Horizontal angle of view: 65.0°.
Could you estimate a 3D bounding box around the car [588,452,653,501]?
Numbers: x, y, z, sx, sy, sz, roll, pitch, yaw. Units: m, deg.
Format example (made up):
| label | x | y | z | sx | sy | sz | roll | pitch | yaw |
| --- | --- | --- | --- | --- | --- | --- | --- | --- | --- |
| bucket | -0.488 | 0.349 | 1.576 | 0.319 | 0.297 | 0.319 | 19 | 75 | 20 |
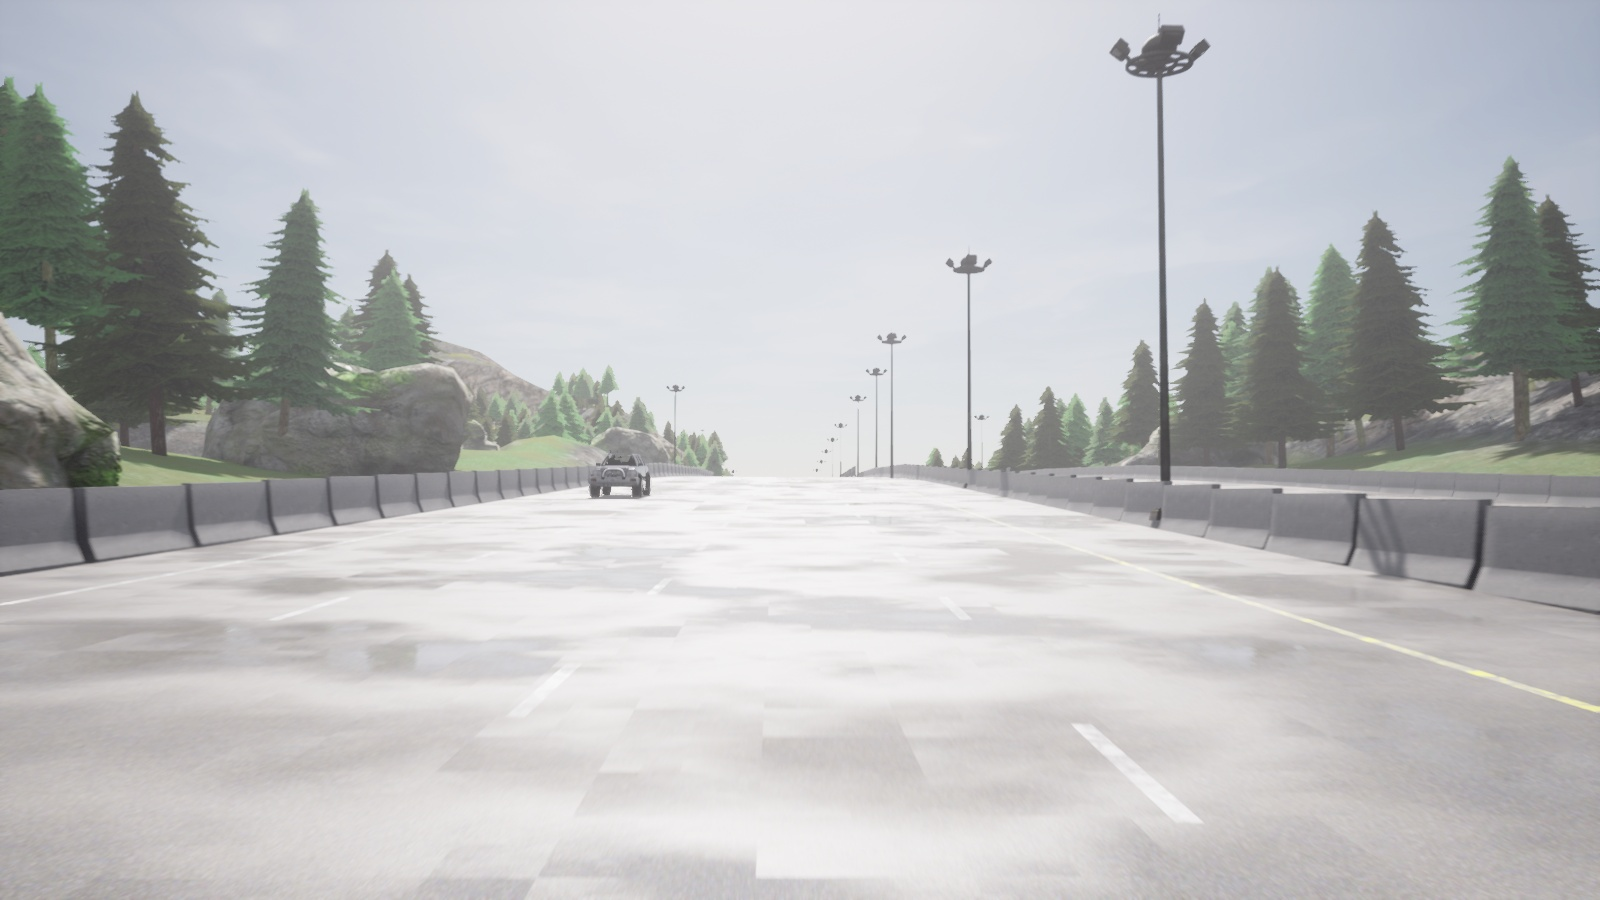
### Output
| label | x | y | z | sx | sy | sz | roll | pitch | yaw |
| --- | --- | --- | --- | --- | --- | --- | --- | --- | --- |
| car | -7.125 | 1.004 | 50.180 | 1.932 | 1.855 | 4.605 | 0 | 0 | 0 |
